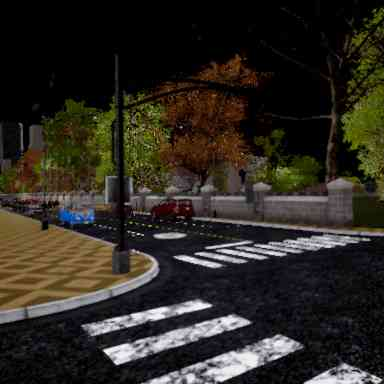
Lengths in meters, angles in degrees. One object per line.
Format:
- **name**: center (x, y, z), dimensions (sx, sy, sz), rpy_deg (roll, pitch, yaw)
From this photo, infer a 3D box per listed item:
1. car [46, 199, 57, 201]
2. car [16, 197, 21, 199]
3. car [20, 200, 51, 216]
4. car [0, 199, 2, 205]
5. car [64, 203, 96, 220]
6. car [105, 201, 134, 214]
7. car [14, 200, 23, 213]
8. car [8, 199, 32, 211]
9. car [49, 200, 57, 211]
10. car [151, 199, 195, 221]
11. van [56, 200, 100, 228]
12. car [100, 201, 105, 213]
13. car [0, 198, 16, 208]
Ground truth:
- **car**: center (-27.544, 2.169, 66.210), dimensions (1.887, 1.381, 4.507), rpy_deg (-1, 0, -35)
- **car**: center (-41.425, 2.454, 81.467), dimensions (1.895, 1.301, 4.718), rpy_deg (-1, 0, -34)
- **car**: center (-18.260, 2.008, 38.730), dimensions (2.008, 1.369, 4.403), rpy_deg (-1, 0, -35)
- **car**: center (-47.100, 2.500, 80.342), dimensions (1.887, 1.381, 4.507), rpy_deg (-1, 0, -35)
- **car**: center (-11.322, 1.868, 33.387), dimensions (1.812, 1.442, 4.674), rpy_deg (-1, 0, -35)
- **car**: center (-8.172, 1.875, 38.570), dimensions (1.802, 1.307, 4.206), rpy_deg (-1, 0, -35)
- **car**: center (-21.489, 2.078, 43.338), dimensions (1.947, 1.339, 4.313), rpy_deg (-1, 0, -35)
- **car**: center (-24.719, 2.133, 47.946), dimensions (1.947, 1.339, 4.313), rpy_deg (-1, 0, -35)
- **car**: center (-21.315, 2.165, 47.814), dimensions (1.895, 1.301, 4.718), rpy_deg (-1, 0, -35)
- **car**: center (-1.720, 1.500, 29.357), dimensions (2.192, 1.841, 5.009), rpy_deg (-1, 0, -35)
- **van**: center (-8.575, 1.636, 24.904), dimensions (1.690, 1.788, 3.998), rpy_deg (-1, 0, -35)
- **car**: center (-11.498, 1.875, 43.316), dimensions (1.752, 1.417, 4.829), rpy_deg (-1, 0, -35)
- **car**: center (-34.408, 2.300, 61.770), dimensions (1.947, 1.339, 4.313), rpy_deg (-1, 0, -35)
